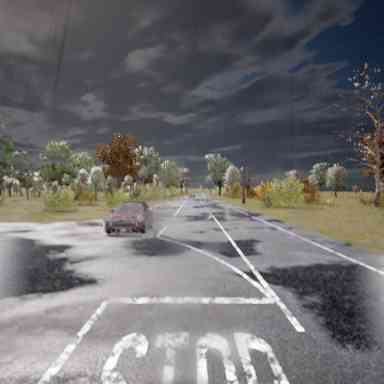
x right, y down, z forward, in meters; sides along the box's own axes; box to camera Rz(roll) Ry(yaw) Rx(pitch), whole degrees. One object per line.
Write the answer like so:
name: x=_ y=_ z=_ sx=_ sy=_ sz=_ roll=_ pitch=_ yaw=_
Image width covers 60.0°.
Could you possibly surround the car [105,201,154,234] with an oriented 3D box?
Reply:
car: x=-3.418 y=1.327 z=18.872 sx=2.097 sy=1.767 sz=4.553 roll=0 pitch=0 yaw=0
